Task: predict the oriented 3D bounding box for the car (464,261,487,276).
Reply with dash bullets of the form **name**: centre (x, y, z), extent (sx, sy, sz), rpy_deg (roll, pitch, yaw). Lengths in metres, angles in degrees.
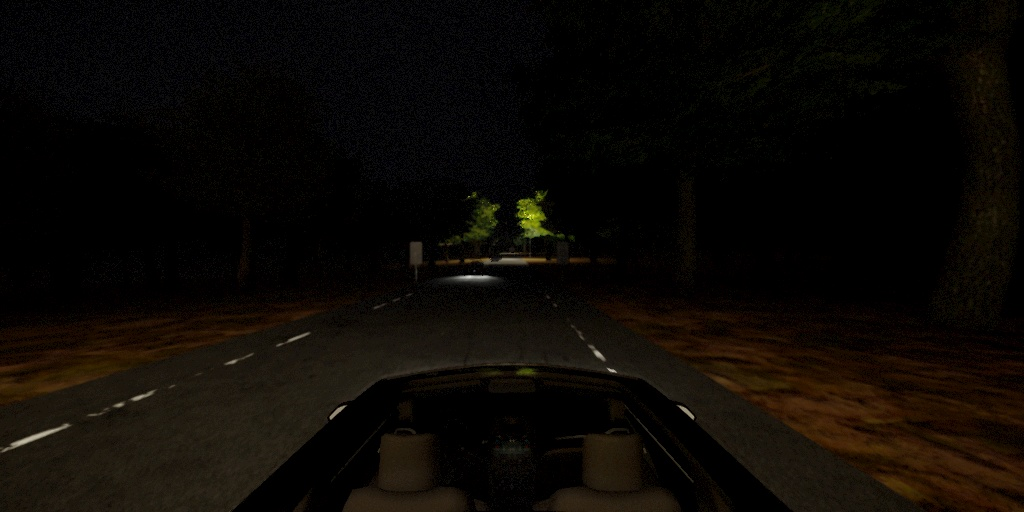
- **car**: centre (-3.569, 1.230, 36.073), extent (1.994, 1.385, 4.181), rpy_deg (0, 0, 0)
